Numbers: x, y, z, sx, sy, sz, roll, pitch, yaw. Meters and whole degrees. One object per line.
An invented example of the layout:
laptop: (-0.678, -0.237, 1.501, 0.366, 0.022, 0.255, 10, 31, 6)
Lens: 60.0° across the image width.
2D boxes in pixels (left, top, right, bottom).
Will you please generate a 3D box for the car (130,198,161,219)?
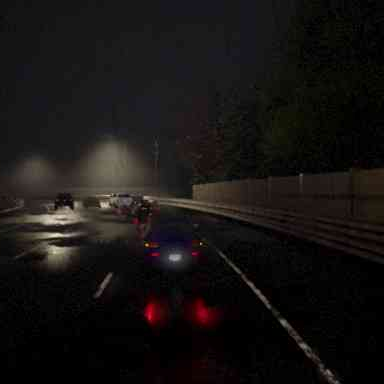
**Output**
car: (-3.506, 1.407, 26.194, 2.128, 1.511, 4.902, 0, 0, -13)

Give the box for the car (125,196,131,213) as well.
car: (-5.097, 1.425, 32.458, 1.812, 1.442, 4.674, 0, 0, -17)

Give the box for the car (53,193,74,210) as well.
car: (-16.292, 1.120, 42.247, 2.150, 2.045, 5.566, 0, 0, -24)

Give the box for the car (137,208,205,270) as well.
car: (-0.723, 1.495, 10.859, 1.812, 1.442, 4.674, 0, 1, -7)

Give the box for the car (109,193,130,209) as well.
car: (-9.535, 1.093, 44.301, 2.150, 2.045, 5.566, 0, 0, -24)

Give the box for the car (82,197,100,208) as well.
car: (-13.597, 1.358, 44.747, 1.882, 1.535, 5.008, 0, 0, -24)
